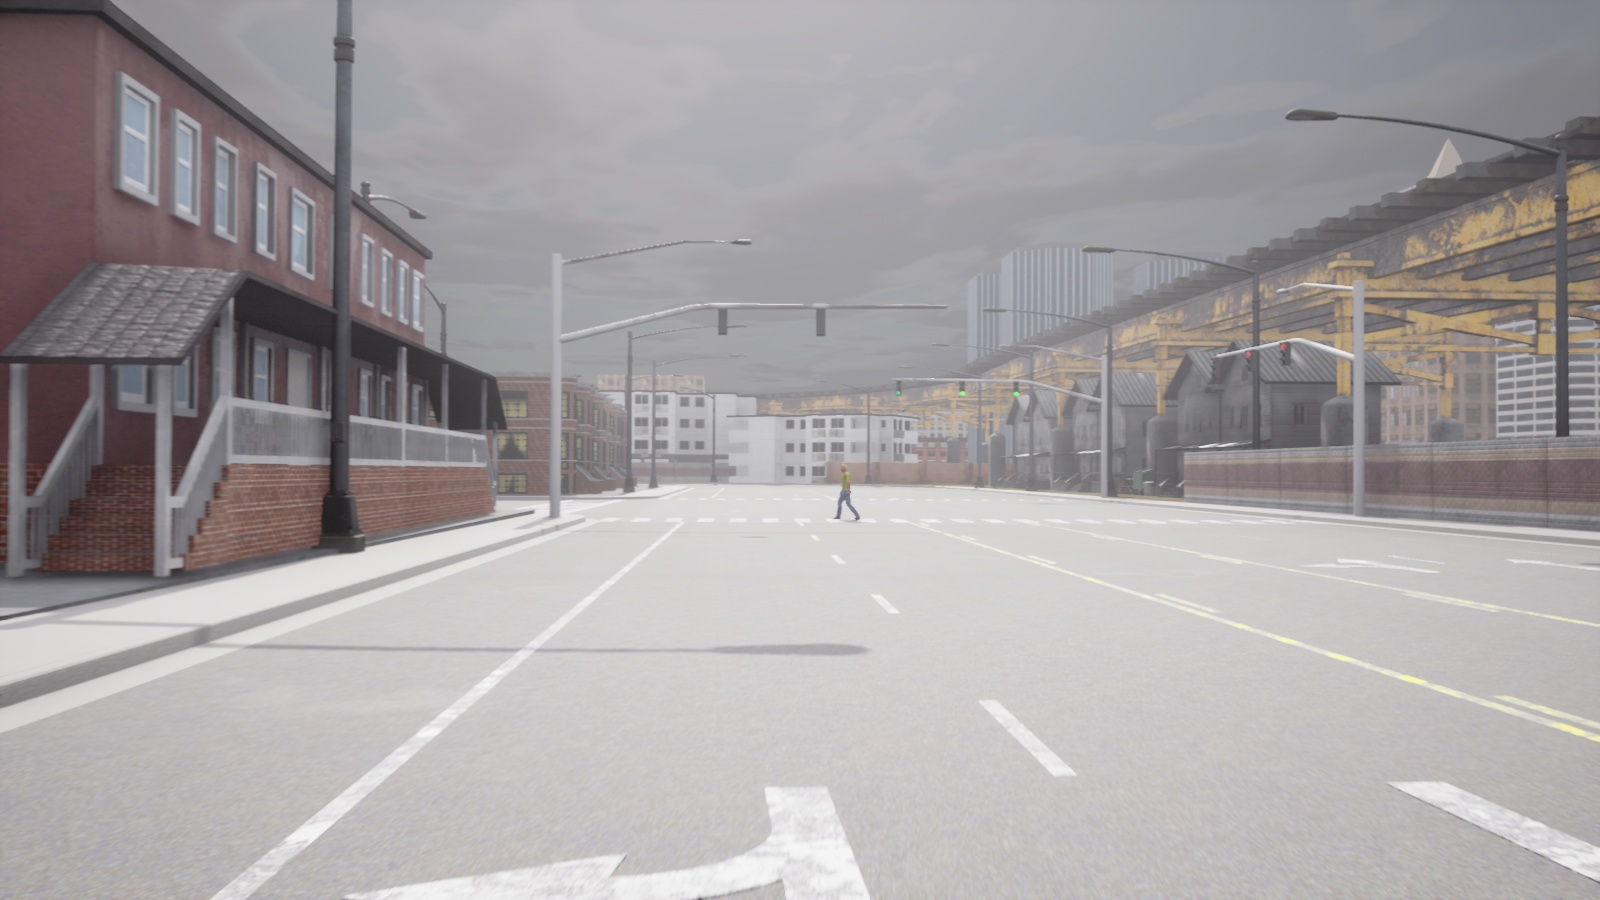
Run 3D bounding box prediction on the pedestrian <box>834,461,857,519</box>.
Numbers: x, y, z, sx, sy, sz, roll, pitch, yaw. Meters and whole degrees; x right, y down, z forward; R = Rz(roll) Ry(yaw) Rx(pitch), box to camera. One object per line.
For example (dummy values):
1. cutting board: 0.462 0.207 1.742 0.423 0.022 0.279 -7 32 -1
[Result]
1. pedestrian: 1.436 1.258 39.621 0.706 1.836 0.354 0 -1 6
